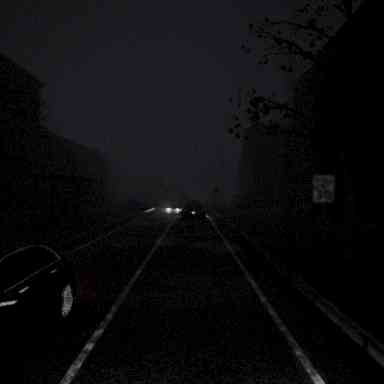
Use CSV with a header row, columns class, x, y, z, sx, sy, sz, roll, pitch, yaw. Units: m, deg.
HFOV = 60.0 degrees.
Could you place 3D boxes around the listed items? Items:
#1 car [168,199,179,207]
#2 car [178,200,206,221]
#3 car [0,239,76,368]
class,x,y,z,sx,sy,sz,roll,pitch,yaw
car,-3.008,1.900,55.565,1.895,1.301,4.718,0,0,0
car,0.107,1.582,27.687,1.994,1.385,4.181,0,0,0
car,-3.099,1.506,4.469,1.837,1.490,4.892,0,0,0
